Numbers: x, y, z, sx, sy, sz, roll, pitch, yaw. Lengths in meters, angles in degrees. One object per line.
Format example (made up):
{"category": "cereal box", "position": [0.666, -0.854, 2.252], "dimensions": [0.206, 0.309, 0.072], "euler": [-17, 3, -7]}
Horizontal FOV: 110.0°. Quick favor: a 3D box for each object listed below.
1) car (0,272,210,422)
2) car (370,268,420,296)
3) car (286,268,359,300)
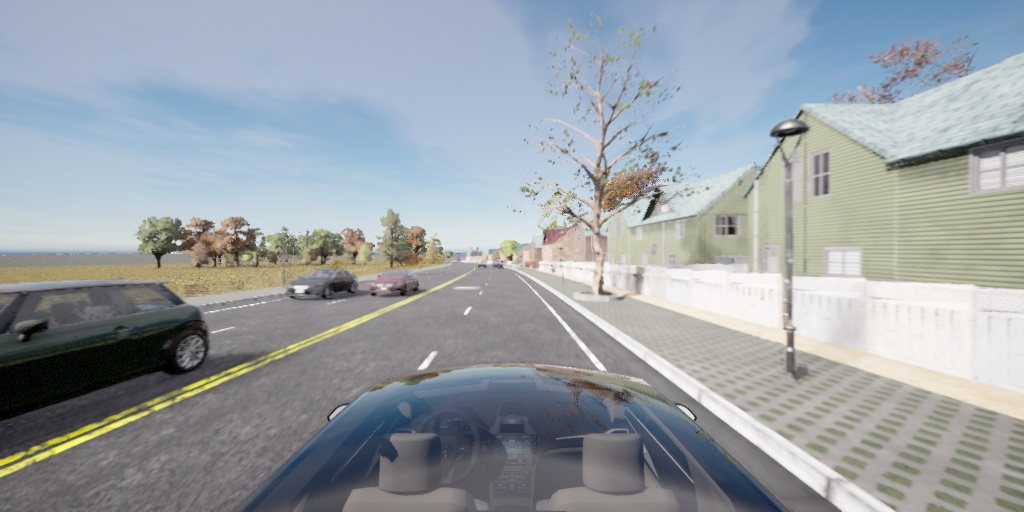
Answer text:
{"category": "car", "position": [-6.610, 1.143, 4.635], "dimensions": [2.097, 1.767, 4.553], "euler": [0, -1, 0]}
{"category": "car", "position": [-6.696, 1.461, 20.966], "dimensions": [1.812, 1.442, 4.674], "euler": [0, -1, -1]}
{"category": "car", "position": [-9.932, 1.421, 19.202], "dimensions": [2.128, 1.511, 4.902], "euler": [0, -1, -1]}
